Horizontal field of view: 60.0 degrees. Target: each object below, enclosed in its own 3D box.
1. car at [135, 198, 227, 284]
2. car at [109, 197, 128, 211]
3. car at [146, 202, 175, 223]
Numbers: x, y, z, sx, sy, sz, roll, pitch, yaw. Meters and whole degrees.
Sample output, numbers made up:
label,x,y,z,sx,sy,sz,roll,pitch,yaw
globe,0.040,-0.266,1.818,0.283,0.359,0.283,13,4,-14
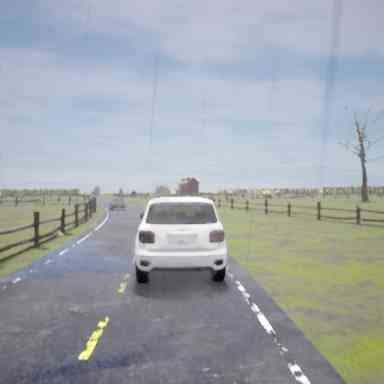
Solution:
label,x,y,z,sx,sy,sz,roll,pitch,yaw
car,-0.382,1.187,9.776,2.150,2.045,5.566,0,-1,-4
car,-8.897,1.417,39.883,1.837,1.490,4.892,0,0,-16
car,-2.579,1.543,26.218,1.895,1.301,4.718,0,0,-11
